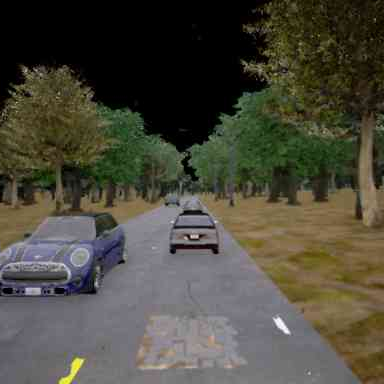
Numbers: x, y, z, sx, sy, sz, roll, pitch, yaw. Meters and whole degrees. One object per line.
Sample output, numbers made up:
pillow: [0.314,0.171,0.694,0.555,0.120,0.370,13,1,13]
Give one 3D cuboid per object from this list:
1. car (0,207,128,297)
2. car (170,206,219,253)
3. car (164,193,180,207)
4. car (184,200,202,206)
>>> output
car: [-3.102,1.347,8.743,2.097,1.767,4.553,0,0,0]
car: [0.087,1.540,13.669,2.033,1.411,5.357,0,0,0]
car: [-3.073,1.225,52.311,2.150,2.045,5.566,0,0,0]
car: [0.092,1.552,34.180,1.994,1.385,4.181,0,0,0]
